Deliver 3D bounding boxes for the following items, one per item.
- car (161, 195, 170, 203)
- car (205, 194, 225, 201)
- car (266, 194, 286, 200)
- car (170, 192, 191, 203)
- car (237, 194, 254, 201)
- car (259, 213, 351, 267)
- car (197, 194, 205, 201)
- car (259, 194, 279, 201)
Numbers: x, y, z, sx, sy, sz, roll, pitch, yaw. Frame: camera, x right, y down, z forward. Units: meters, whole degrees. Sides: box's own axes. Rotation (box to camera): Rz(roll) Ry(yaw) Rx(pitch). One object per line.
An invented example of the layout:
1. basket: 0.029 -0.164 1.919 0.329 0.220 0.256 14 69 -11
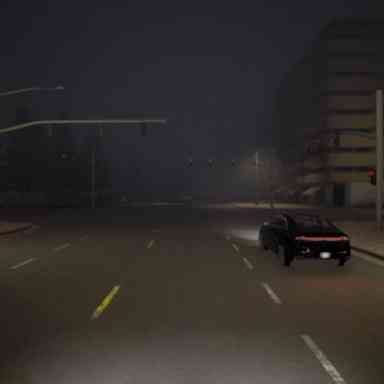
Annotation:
1. car: -4.694 1.386 66.764 2.128 1.511 4.902 0 0 18
2. car: 5.809 1.216 78.580 2.097 1.767 4.553 0 0 38
3. car: 21.879 1.371 86.551 4.902 1.511 2.128 0 0 -22
4. car: -1.763 1.106 64.422 2.150 2.045 5.566 0 0 17
5. car: 13.087 1.334 81.018 5.008 1.535 1.882 0 0 -41
6. car: 3.576 1.472 11.319 2.128 1.511 4.902 0 0 0
7. car: 3.085 1.212 80.772 2.097 1.767 4.553 0 0 38
8. car: 18.486 1.451 80.705 4.718 1.301 1.895 0 0 -33
